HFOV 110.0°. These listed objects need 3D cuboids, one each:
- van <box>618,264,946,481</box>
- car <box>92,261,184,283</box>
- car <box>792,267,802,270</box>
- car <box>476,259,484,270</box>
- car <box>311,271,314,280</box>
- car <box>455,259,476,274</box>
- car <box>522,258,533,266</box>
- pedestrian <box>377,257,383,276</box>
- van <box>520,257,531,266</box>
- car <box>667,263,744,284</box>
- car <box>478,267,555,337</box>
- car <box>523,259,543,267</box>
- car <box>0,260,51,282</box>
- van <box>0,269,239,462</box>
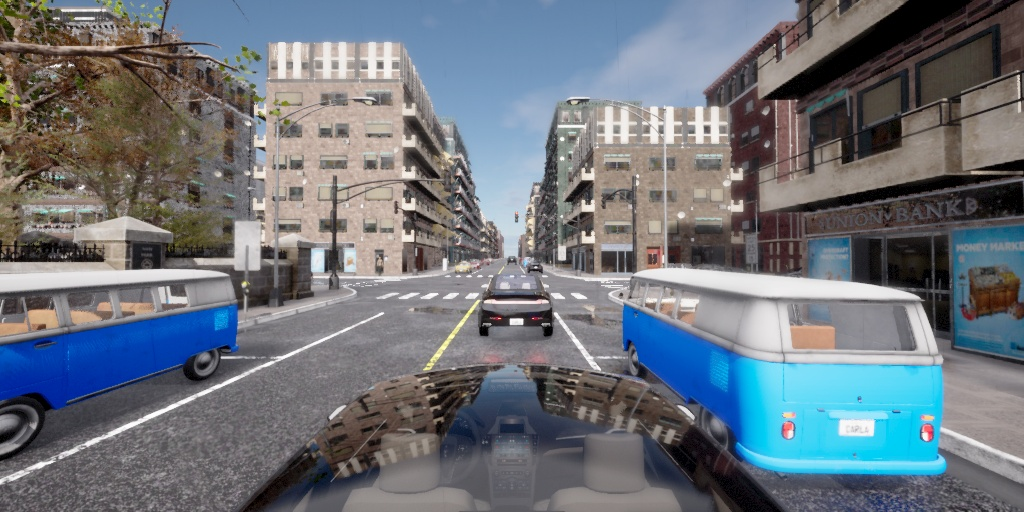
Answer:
[{"bbox_3d":[2.659,1.092,4.625,1.690,1.789,3.998,0,0,0],"label":"van"},{"bbox_3d":[-26.411,1.119,25.439,4.674,1.442,1.812,0,-1,1],"label":"car"},{"bbox_3d":[24.995,1.461,28.025,4.674,1.442,1.812,0,-1,1],"label":"car"},{"bbox_3d":[-5.686,1.208,53.857,1.967,1.591,4.097,0,0,0],"label":"car"},{"bbox_3d":[-16.586,0.999,25.323,4.553,1.767,2.097,0,-1,1],"label":"car"},{"bbox_3d":[-5.686,1.289,42.402,1.751,1.417,4.829,0,0,0],"label":"car"},{"bbox_3d":[2.695,1.317,48.214,2.007,1.370,4.403,0,0,0],"label":"car"},{"bbox_3d":[-12.536,0.967,34.014,0.375,1.860,0.375,0,-1,1],"label":"pedestrian"},{"bbox_3d":[2.696,1.112,59.498,1.690,1.789,3.998,0,0,0],"label":"van"},{"bbox_3d":[15.094,1.357,28.144,5.008,1.535,1.882,0,-1,1],"label":"car"},{"bbox_3d":[0.101,1.244,10.354,2.128,1.511,4.902,0,0,0],"label":"car"},{"bbox_3d":[2.695,1.330,42.571,1.948,1.339,4.313,0,0,0],"label":"car"},{"bbox_3d":[-36.510,1.044,25.567,4.892,1.490,1.837,0,-1,1],"label":"car"},{"bbox_3d":[-5.656,1.092,4.627,1.690,1.789,3.998,0,0,0],"label":"van"}]
